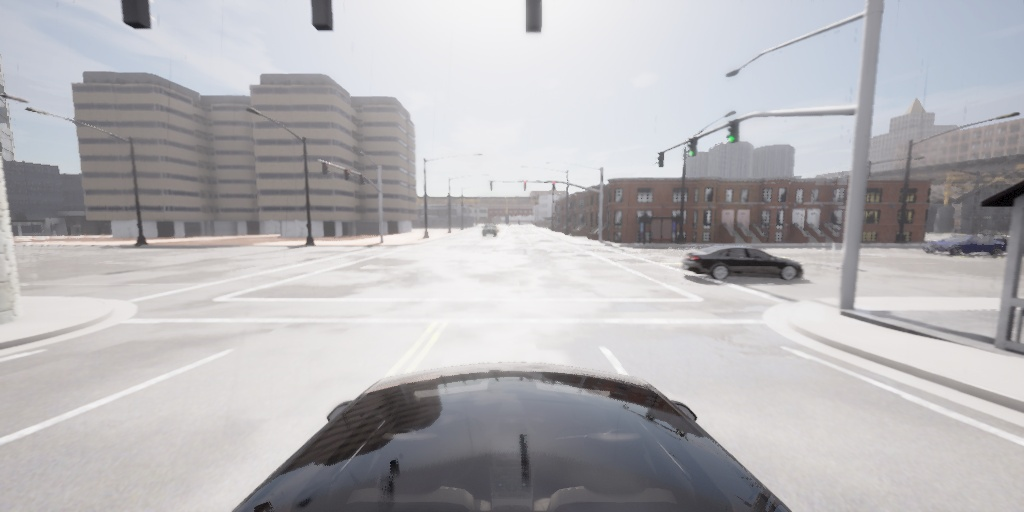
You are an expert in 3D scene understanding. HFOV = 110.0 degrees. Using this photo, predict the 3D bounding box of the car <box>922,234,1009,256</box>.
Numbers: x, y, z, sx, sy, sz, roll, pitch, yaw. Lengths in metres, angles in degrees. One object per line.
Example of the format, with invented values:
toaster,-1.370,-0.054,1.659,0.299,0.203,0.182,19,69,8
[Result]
car,33.211,-0.792,26.341,4.674,1.442,1.812,0,6,0

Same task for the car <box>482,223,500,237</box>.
car,-3.535,-4.142,56.913,2.150,2.045,5.566,0,6,1

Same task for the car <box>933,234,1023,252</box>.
car,38.911,-1.114,29.789,5.357,1.411,2.033,0,6,1

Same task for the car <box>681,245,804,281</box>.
car,10.144,0.298,15.892,4.892,1.490,1.837,1,6,0
